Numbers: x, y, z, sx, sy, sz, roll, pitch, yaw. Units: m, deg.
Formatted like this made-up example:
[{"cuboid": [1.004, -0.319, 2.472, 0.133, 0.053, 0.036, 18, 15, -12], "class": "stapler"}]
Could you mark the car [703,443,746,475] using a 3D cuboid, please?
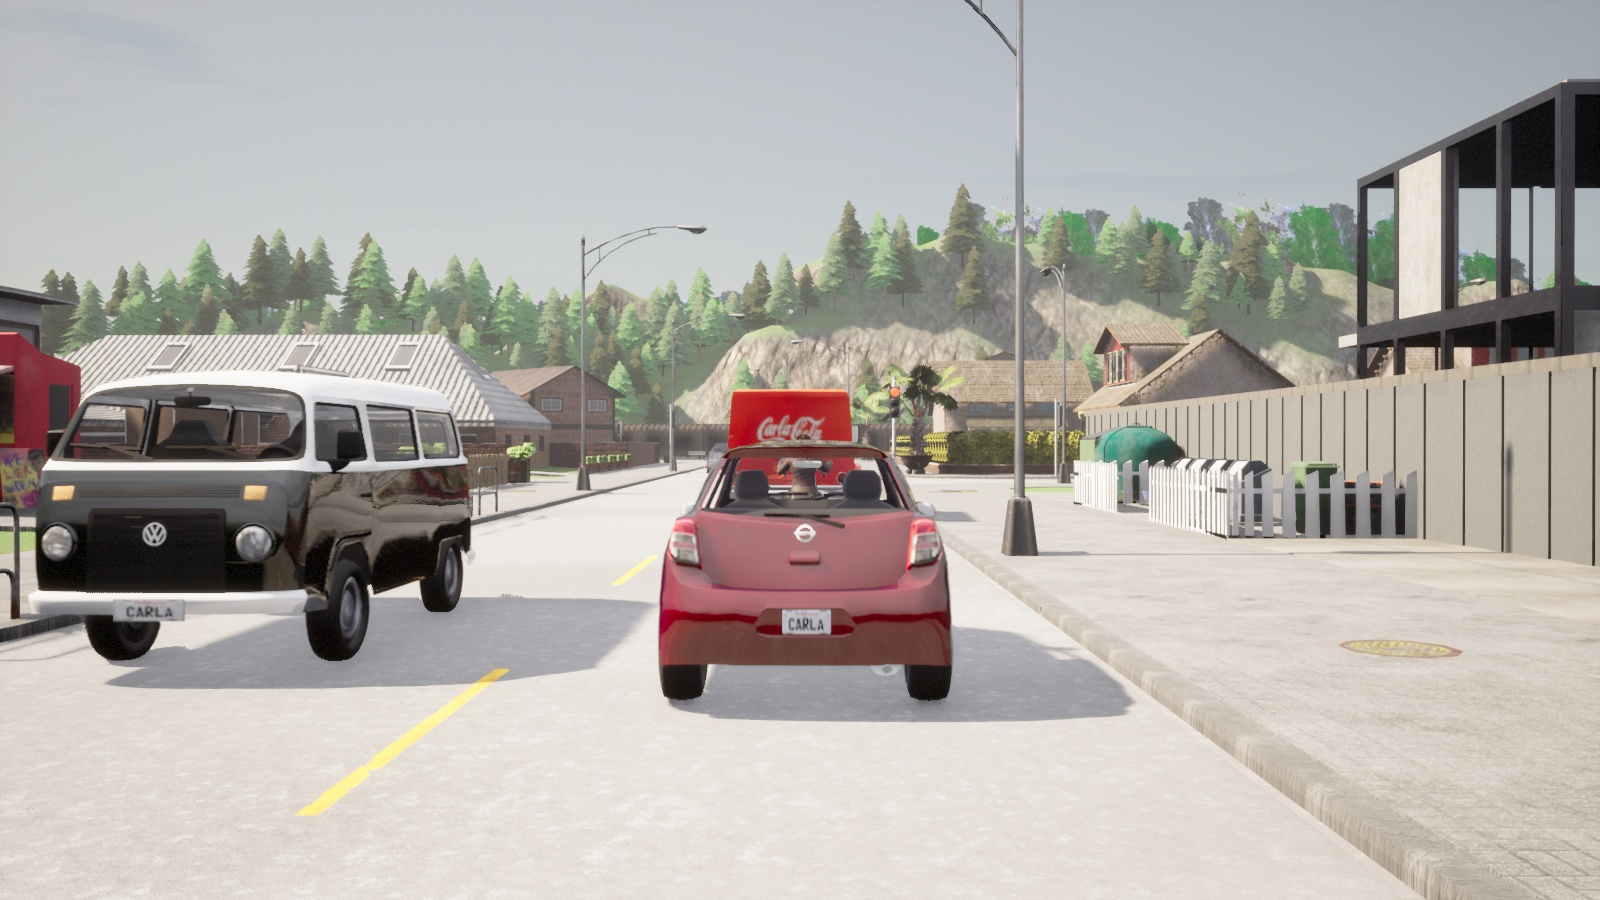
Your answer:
[{"cuboid": [-3.652, 0.410, 61.124, 1.845, 1.501, 3.633, 0, 0, 0], "class": "car"}]

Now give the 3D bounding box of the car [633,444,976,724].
[{"cuboid": [0.048, 0.712, 8.584, 1.845, 1.501, 3.633, 0, 0, 1], "class": "car"}]

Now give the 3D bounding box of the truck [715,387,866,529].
[{"cuboid": [-0.064, 0.120, 24.536, 2.627, 2.467, 5.204, 0, 0, 2], "class": "truck"}]

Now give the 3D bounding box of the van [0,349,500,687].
[{"cuboid": [-3.931, 0.414, 9.815, 2.069, 2.038, 4.480, 0, 0, 0], "class": "van"}]
